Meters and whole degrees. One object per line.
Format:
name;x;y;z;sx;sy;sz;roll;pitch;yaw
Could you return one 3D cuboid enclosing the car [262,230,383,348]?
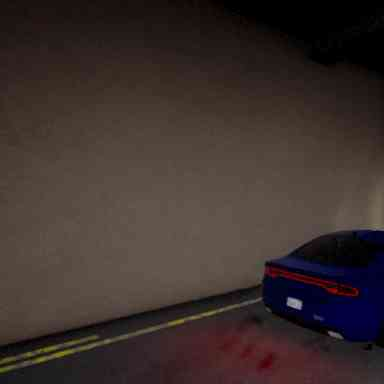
car;3.518;1.460;6.280;5.008;1.535;1.882;0;0;-35
